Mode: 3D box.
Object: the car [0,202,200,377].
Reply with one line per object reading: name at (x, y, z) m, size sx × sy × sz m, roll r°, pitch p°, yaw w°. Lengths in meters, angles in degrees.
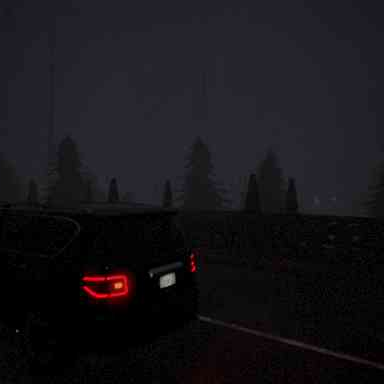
car at (-2.492, 1.197, 5.768) m, size 5.566 × 2.045 × 2.150 m, roll 0°, pitch 0°, yaw 35°
